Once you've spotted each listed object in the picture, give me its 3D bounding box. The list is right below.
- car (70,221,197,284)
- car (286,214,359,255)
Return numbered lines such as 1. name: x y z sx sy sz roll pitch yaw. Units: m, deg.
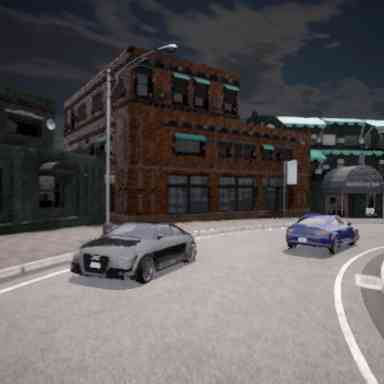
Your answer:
1. car: -1.454 1.550 9.662 1.994 1.385 4.181 1 0 25
2. car: 5.551 1.641 14.049 1.812 1.442 4.674 1 0 40
